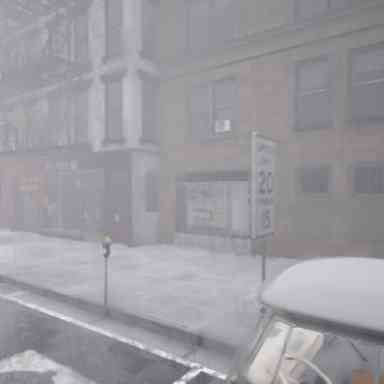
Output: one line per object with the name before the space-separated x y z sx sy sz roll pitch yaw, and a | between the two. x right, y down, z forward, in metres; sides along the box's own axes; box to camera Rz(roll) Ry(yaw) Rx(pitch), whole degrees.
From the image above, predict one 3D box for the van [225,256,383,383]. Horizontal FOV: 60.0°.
van | 1.982 1.341 1.396 3.998 1.788 1.690 0 0 36
